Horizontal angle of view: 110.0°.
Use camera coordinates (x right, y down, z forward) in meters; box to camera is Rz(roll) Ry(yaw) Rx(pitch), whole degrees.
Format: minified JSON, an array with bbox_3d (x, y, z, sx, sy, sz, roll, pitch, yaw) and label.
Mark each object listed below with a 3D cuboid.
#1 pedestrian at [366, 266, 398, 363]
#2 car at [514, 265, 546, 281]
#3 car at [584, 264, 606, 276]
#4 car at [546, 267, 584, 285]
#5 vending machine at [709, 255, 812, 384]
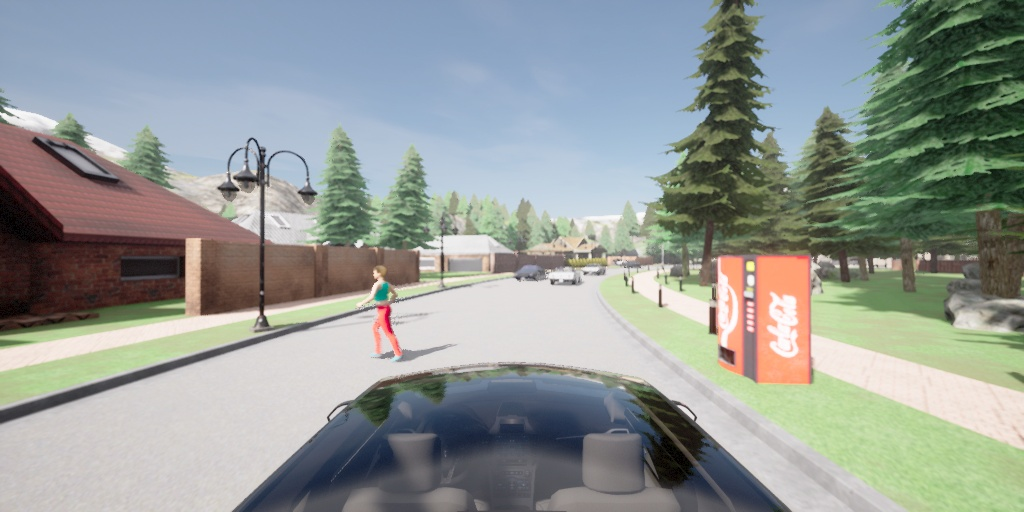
[{"bbox_3d":[-2.516,1.075,6.943,0.375,1.860,0.375,0,0,4],"label":"pedestrian"},{"bbox_3d":[1.775,1.488,32.547,2.033,1.411,5.357,0,0,19],"label":"car"},{"bbox_3d":[9.826,1.605,42.345,1.895,1.301,4.718,0,0,26],"label":"car"},{"bbox_3d":[4.243,1.515,28.074,1.895,1.301,4.718,0,0,18],"label":"car"},{"bbox_3d":[3.998,0.972,5.779,1.100,2.100,0.880,0,0,3],"label":"vending machine"}]
